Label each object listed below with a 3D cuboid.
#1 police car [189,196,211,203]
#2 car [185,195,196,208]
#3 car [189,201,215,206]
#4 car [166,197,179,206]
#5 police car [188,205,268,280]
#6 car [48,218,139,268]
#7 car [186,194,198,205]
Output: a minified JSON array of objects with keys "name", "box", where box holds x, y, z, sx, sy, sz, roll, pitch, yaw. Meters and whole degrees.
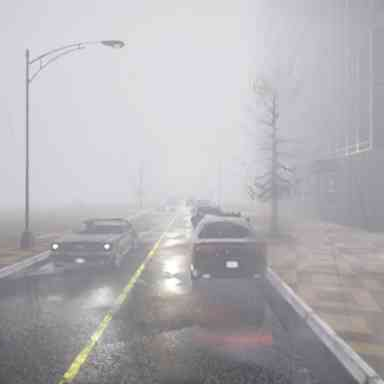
[{"name":"police car","box":[0.919,1.415,26.054,1.930,1.638,5.238,0,0,0]},{"name":"car","box":[0.058,1.506,47.519,1.812,1.442,4.674,0,0,0]},{"name":"car","box":[0.914,1.497,19.944,1.837,1.490,4.892,0,0,0]},{"name":"car","box":[-3.046,1.503,53.222,1.812,1.442,4.674,0,0,0]},{"name":"police car","box":[0.907,1.421,10.054,1.930,1.638,5.238,0,0,0]},{"name":"car","box":[-3.093,1.597,11.415,1.895,1.301,4.718,0,0,0]},{"name":"car","box":[0.046,1.326,60.971,2.097,1.767,4.553,0,0,0]}]
